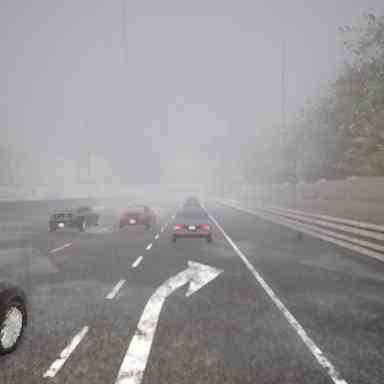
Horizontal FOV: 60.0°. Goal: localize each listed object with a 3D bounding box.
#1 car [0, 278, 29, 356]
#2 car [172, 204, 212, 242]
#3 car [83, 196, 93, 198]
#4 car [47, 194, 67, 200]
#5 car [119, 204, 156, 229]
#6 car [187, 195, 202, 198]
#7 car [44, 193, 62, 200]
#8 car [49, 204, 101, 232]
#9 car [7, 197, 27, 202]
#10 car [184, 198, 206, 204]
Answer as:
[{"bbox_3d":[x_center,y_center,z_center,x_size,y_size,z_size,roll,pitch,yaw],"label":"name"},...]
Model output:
[{"bbox_3d":[-3.399,1.502,3.144,1.837,1.490,4.892,0,0,0],"label":"car"},{"bbox_3d":[-0.001,1.538,16.305,2.033,1.411,5.357,0,0,0],"label":"car"},{"bbox_3d":[-21.007,1.531,67.136,1.837,1.490,4.892,0,0,0],"label":"car"},{"bbox_3d":[-24.507,1.568,61.827,1.812,1.442,4.674,0,0,0],"label":"car"},{"bbox_3d":[-3.404,1.517,21.271,1.812,1.442,4.674,0,0,0],"label":"car"},{"bbox_3d":[-0.005,1.369,47.244,2.097,1.767,4.553,0,0,0],"label":"car"},{"bbox_3d":[-28.007,1.257,67.522,2.150,2.045,5.566,0,0,0],"label":"car"},{"bbox_3d":[-6.902,1.495,20.003,1.837,1.490,4.892,0,0,0],"label":"car"},{"bbox_3d":[-31.508,1.598,59.970,1.994,1.385,4.181,0,0,0],"label":"car"},{"bbox_3d":[-0.003,1.541,28.654,2.033,1.411,5.357,0,0,0],"label":"car"}]
